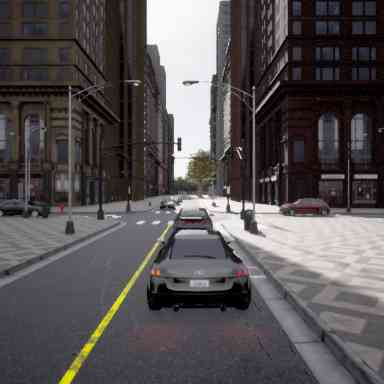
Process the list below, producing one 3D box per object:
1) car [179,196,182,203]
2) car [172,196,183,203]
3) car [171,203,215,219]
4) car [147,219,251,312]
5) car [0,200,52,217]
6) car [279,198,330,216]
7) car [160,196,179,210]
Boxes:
[{"bbox_3d":[-3.081,1.497,56.733,2.128,1.511,4.902,0,0,0],"label":"car"},{"bbox_3d":[-2.996,1.560,70.265,2.033,1.411,5.357,0,0,0],"label":"car"},{"bbox_3d":[0.062,1.505,16.720,1.837,1.490,4.892,0,0,0],"label":"car"},{"bbox_3d":[0.108,1.564,7.812,1.994,1.385,4.181,0,0,-1],"label":"car"},{"bbox_3d":[-14.746,1.453,28.968,4.892,1.490,1.837,0,0,-1],"label":"car"},{"bbox_3d":[10.789,1.388,32.168,4.553,1.767,2.097,0,0,0],"label":"car"},{"bbox_3d":[-3.089,1.546,43.176,2.033,1.411,5.357,0,0,0],"label":"car"}]
